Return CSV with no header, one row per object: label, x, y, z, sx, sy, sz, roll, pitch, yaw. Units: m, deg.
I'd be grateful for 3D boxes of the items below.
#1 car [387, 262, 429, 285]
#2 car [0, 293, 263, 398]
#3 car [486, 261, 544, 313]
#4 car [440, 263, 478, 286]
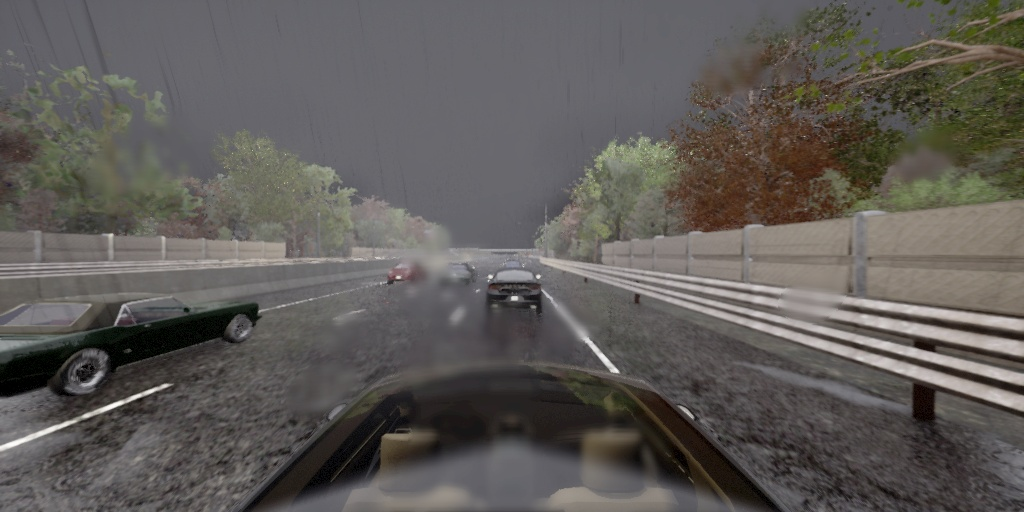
car,-6.902,1.111,24.116,1.812,1.442,4.674,0,0,0
car,-6.897,1.314,6.428,1.895,1.301,4.718,0,0,0
car,0.097,1.137,13.581,1.882,1.535,5.008,0,0,0
car,-3.403,1.153,23.513,1.994,1.385,4.181,0,0,0
